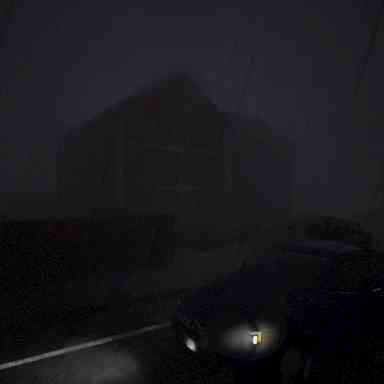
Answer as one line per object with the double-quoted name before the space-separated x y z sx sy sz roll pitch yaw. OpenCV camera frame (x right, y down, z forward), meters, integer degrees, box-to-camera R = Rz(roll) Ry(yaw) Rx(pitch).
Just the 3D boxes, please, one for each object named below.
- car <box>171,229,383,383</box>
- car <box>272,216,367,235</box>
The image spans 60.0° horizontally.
"car" 1.906 1.563 5.285 4.674 1.442 1.812 1 0 -35
"car" 3.928 1.530 10.307 4.193 1.474 1.816 1 5 -38
